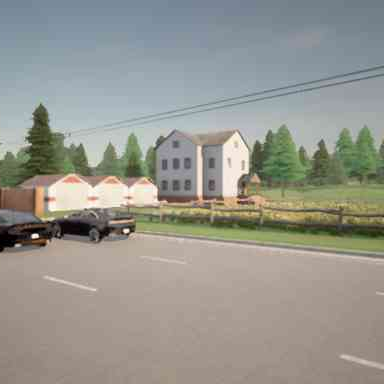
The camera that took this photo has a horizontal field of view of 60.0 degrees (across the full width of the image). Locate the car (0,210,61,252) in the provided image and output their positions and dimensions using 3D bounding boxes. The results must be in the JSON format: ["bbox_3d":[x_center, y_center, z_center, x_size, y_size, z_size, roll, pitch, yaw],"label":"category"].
[{"bbox_3d":[-7.832,1.474,13.821,5.008,1.535,1.882,0,0,36],"label":"car"}]

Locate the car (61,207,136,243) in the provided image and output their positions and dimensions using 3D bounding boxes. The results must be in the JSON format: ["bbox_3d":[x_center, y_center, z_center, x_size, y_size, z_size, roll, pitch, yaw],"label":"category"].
[{"bbox_3d":[-4.830,1.489,15.966,4.902,1.511,2.128,0,0,36],"label":"car"}]
